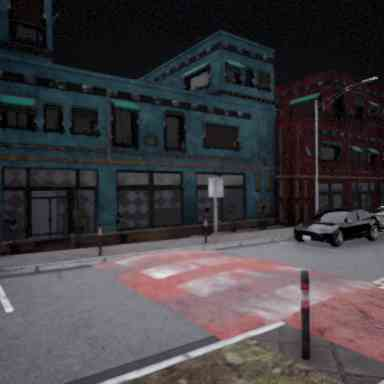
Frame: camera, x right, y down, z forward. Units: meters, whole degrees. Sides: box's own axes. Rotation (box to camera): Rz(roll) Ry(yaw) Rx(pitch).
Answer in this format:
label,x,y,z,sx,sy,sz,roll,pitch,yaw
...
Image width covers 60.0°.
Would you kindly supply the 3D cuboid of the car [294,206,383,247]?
label,x,y,z,sx,sy,sz,roll,pitch,yaw
car,6.780,1.528,15.397,4.792,1.488,2.163,0,0,-36
